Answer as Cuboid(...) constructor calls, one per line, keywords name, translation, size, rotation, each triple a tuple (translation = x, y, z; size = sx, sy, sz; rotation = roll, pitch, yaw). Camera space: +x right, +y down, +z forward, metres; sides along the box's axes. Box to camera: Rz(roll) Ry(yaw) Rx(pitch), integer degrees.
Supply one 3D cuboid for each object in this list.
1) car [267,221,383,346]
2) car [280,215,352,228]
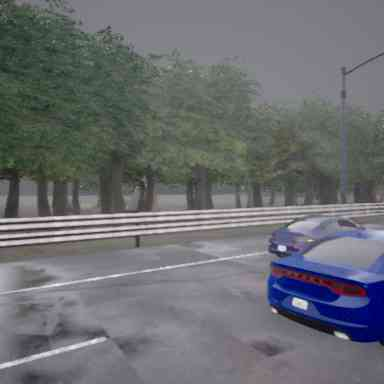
Cuboid(name="car", translation=(3.594, 1.456, 6.239), size=(5.008, 1.535, 1.882), rotation=(0, 0, -35))
Cuboid(name="car", translation=(4.559, 1.491, 11.166), size=(4.674, 1.442, 1.812), rotation=(0, 0, -35))
